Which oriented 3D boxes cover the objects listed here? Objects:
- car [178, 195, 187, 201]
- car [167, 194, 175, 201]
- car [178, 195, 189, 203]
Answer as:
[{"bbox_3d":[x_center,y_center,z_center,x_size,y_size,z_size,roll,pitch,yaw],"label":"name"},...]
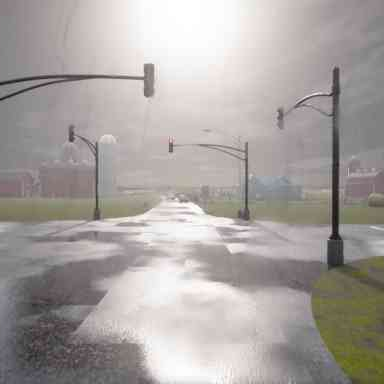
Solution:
[{"bbox_3d":[-2.333,1.463,79.825,1.837,1.490,4.892,0,0,-4],"label":"car"},{"bbox_3d":[-4.709,1.182,73.840,1.812,1.442,4.674,0,0,-3],"label":"car"},{"bbox_3d":[-1.722,1.623,69.841,1.895,1.301,4.718,0,0,-3],"label":"car"}]
